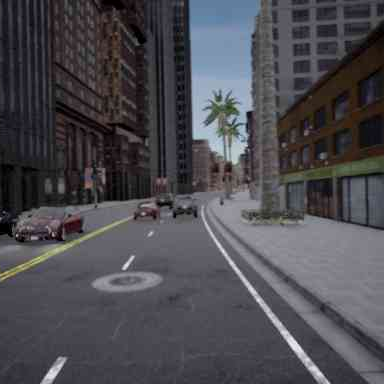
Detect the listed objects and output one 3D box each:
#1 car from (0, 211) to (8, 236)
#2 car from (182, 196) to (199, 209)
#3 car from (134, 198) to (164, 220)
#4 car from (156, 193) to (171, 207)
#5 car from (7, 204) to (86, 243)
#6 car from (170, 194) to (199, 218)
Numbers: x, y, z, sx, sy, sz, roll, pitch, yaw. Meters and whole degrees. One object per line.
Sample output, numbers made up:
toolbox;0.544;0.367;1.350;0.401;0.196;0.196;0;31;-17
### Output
car;-10.389;1.700;16.521;2.128;1.511;4.902;-1;0;-1
car;-0.136;1.352;43.952;1.837;1.490;4.892;-1;0;3
car;-3.813;1.540;28.642;1.812;1.442;4.674;-1;0;1
car;-3.429;1.150;43.374;2.150;2.045;5.566;-1;0;3
car;-7.117;1.480;17.159;2.097;1.767;4.553;-1;0;-1
car;-0.548;1.284;29.954;2.097;1.767;4.553;-1;0;1
